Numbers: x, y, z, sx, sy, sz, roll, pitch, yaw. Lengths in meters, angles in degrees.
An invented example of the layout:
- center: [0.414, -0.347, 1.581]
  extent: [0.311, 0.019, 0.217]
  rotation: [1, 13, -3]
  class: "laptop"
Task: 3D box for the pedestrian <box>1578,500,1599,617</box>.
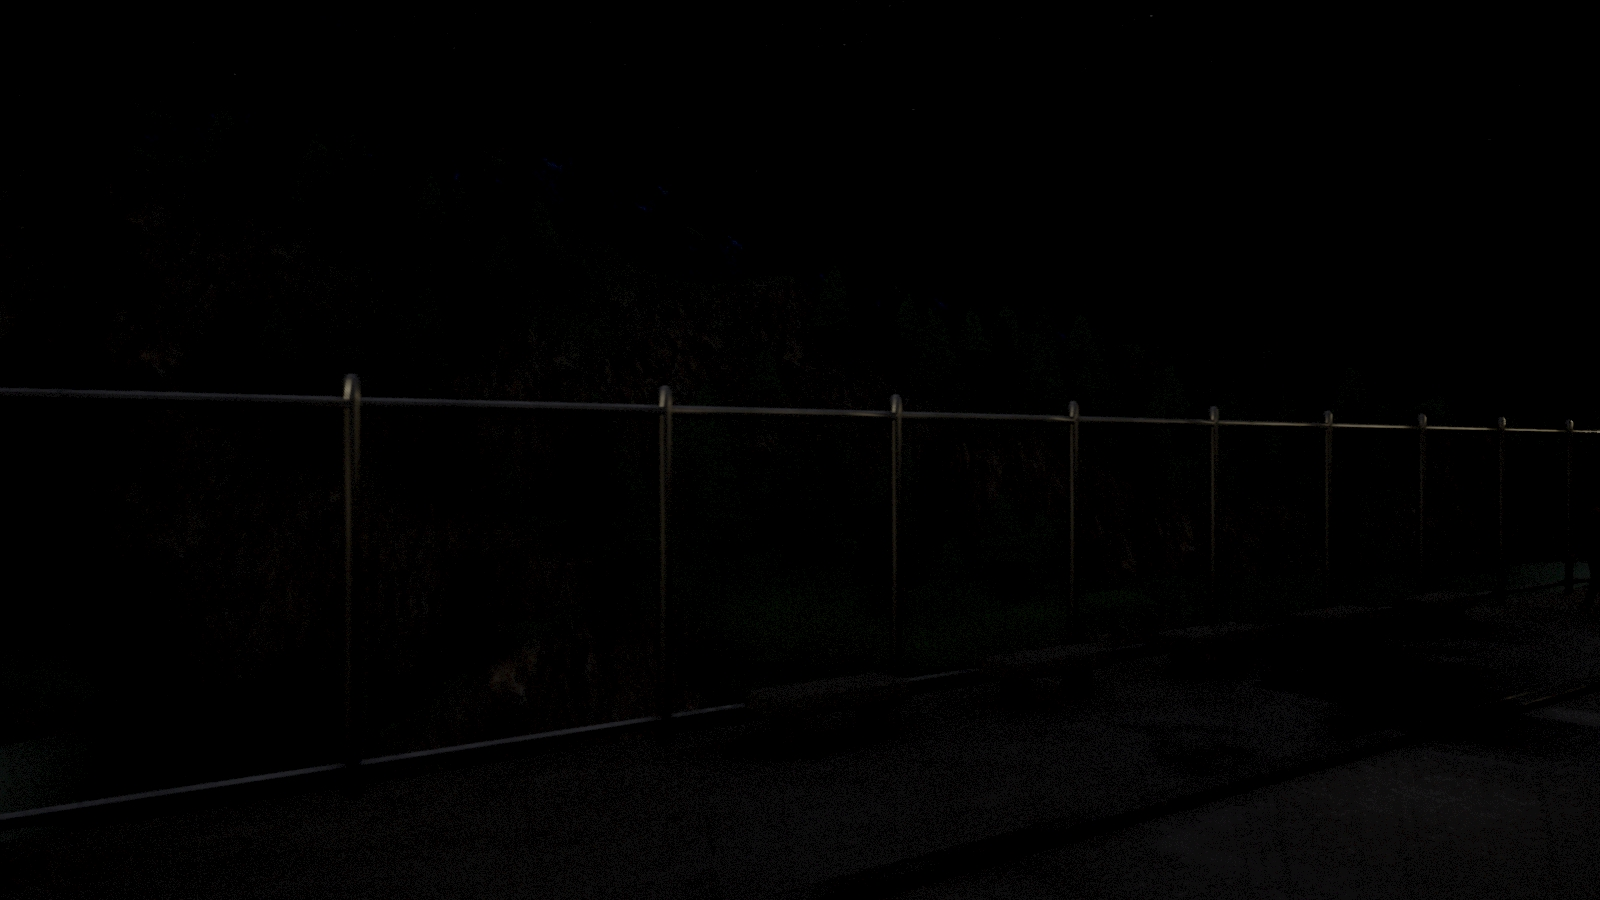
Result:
- center: [13.012, 1.761, 18.643]
  extent: [0.375, 1.860, 0.375]
  rotation: [0, 0, -23]
  class: "pedestrian"
